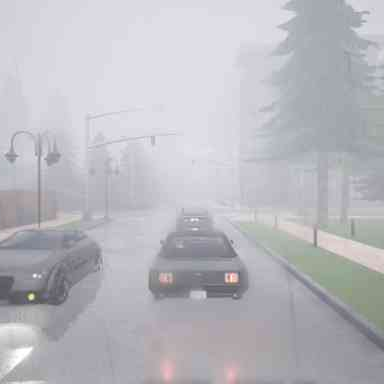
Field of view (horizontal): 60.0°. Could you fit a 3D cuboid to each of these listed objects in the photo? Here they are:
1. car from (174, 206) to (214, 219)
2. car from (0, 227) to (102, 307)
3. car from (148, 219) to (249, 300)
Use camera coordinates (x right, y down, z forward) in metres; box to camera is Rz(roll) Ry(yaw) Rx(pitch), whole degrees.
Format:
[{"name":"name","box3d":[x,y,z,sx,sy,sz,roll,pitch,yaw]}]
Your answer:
[{"name":"car","box3d":[0.130,1.505,17.603,1.837,1.490,4.892,0,0,0]},{"name":"car","box3d":[-3.575,1.564,7.931,1.994,1.385,4.181,0,0,0]},{"name":"car","box3d":[0.118,1.601,8.341,1.895,1.301,4.718,0,0,0]}]
